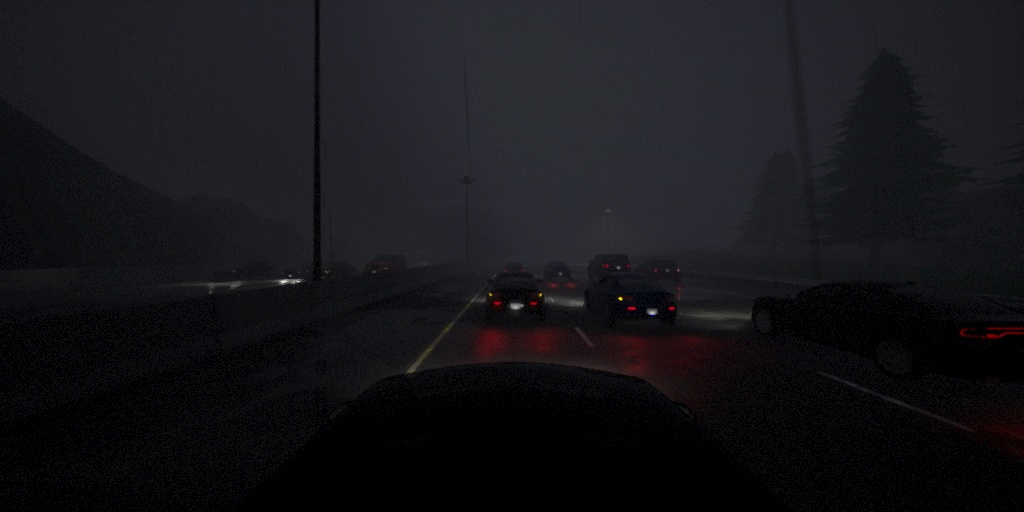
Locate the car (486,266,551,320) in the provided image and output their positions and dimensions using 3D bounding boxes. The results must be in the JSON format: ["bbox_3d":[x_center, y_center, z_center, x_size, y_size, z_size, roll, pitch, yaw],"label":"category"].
[{"bbox_3d":[0.107,1.234,12.375,1.812,1.442,4.674,0,0,0],"label":"car"}]

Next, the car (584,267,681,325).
[{"bbox_3d":[3.603,1.242,11.502,1.812,1.442,4.674,0,0,0],"label":"car"}]

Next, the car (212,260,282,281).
[{"bbox_3d":[-20.981,1.099,28.323,1.882,1.535,5.008,0,0,1],"label":"car"}]

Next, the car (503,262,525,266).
[{"bbox_3d":[0.167,1.207,29.227,1.994,1.385,4.181,0,0,0],"label":"car"}]

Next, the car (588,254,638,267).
[{"bbox_3d":[7.162,0.883,26.773,2.150,2.045,5.566,0,0,0],"label":"car"}]

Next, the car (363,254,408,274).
[{"bbox_3d":[-10.458,0.851,30.137,2.150,2.045,5.566,0,0,1],"label":"car"}]

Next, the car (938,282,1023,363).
[{"bbox_3d":[10.604,1.296,5.394,2.033,1.411,5.357,0,0,0],"label":"car"}]

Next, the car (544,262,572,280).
[{"bbox_3d":[3.654,1.173,29.181,1.812,1.442,4.674,0,0,0],"label":"car"}]

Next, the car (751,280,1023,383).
[{"bbox_3d":[7.104,1.215,7.222,1.882,1.535,5.008,0,0,0],"label":"car"}]

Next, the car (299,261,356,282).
[{"bbox_3d":[-13.984,1.108,27.951,1.882,1.535,5.008,0,0,1],"label":"car"}]

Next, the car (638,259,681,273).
[{"bbox_3d":[10.662,1.018,26.694,2.097,1.767,4.553,0,0,0],"label":"car"}]

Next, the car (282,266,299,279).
[{"bbox_3d":[-17.448,1.163,30.901,2.033,1.411,5.357,0,0,1],"label":"car"}]
